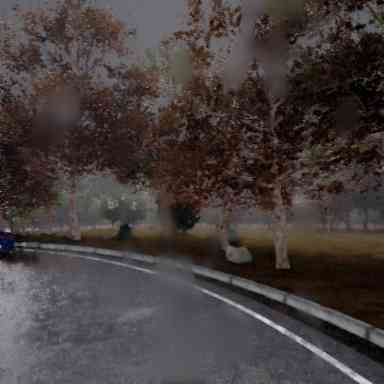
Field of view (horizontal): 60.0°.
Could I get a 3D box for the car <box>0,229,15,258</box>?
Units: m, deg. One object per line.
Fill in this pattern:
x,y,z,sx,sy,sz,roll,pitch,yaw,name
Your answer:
-9.702,2.041,13.983,5.008,1.535,1.882,-2,-1,26,car
